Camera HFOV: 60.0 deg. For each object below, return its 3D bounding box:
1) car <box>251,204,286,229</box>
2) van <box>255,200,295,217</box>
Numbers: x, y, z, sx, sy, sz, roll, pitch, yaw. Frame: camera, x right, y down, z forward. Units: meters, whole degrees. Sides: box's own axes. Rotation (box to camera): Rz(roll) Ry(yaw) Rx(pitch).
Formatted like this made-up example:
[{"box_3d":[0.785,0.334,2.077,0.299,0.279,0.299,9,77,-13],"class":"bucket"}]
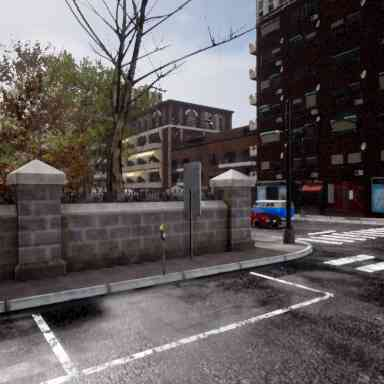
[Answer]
[{"box_3d":[4.459,1.833,24.268,1.994,1.385,4.181,0,-1,-36],"class":"car"},{"box_3d":[7.312,1.642,30.184,1.690,1.788,3.998,-1,0,-36],"class":"van"}]
